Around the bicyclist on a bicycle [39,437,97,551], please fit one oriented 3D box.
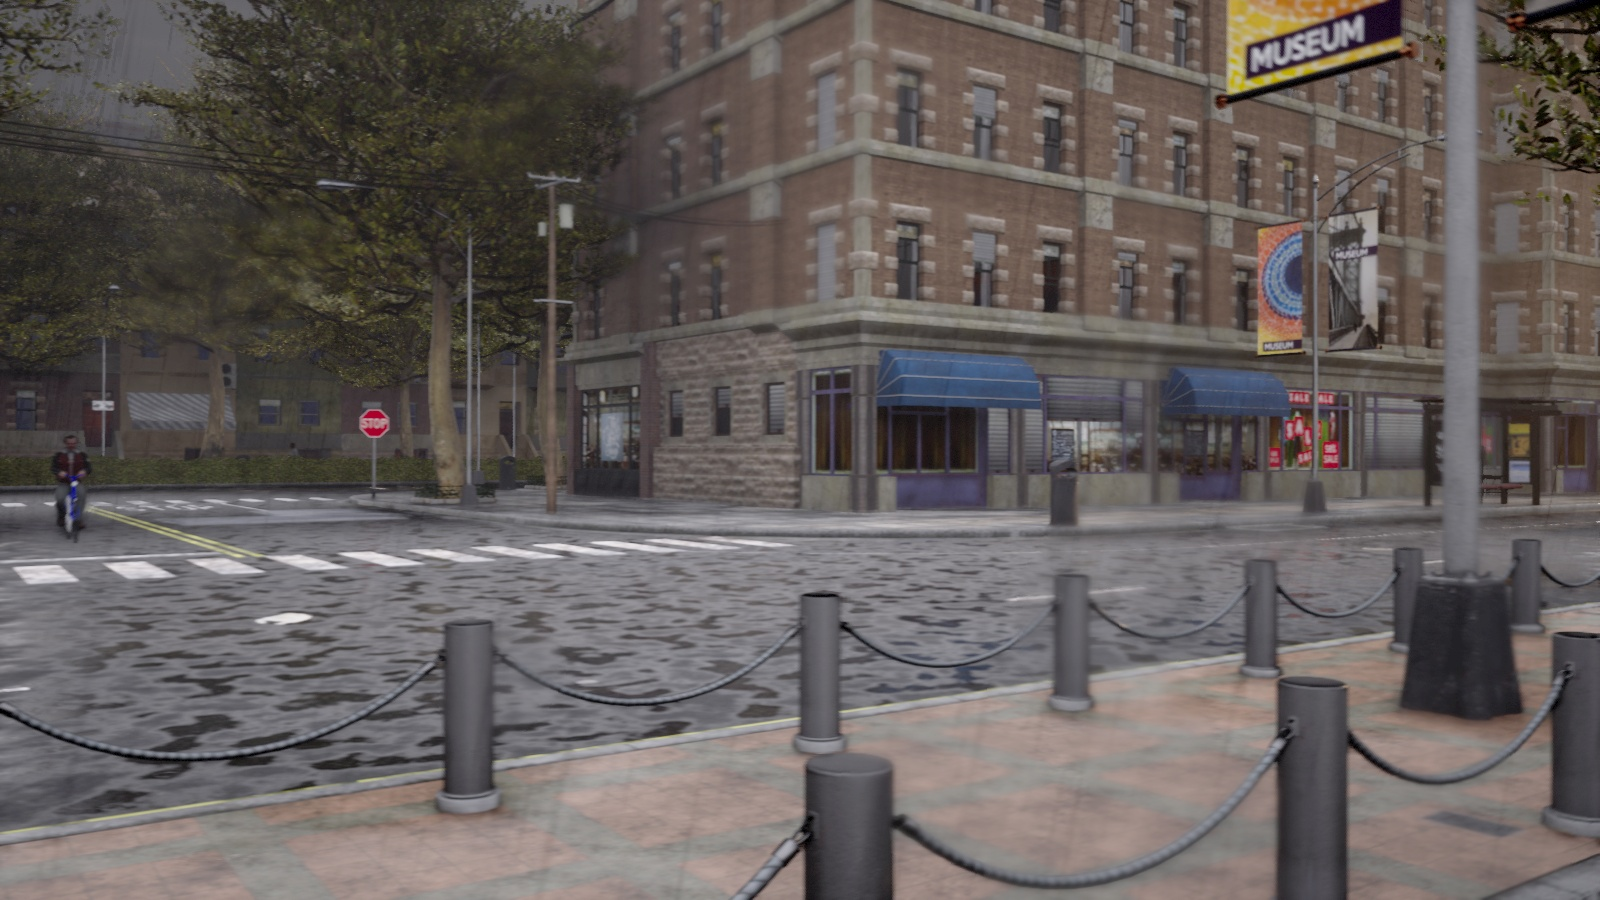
[{"bbox_3d":[-11.975,0.691,20.518,0.659,1.776,1.843,0,0,-35],"label":"bicyclist on a bicycle"}]
